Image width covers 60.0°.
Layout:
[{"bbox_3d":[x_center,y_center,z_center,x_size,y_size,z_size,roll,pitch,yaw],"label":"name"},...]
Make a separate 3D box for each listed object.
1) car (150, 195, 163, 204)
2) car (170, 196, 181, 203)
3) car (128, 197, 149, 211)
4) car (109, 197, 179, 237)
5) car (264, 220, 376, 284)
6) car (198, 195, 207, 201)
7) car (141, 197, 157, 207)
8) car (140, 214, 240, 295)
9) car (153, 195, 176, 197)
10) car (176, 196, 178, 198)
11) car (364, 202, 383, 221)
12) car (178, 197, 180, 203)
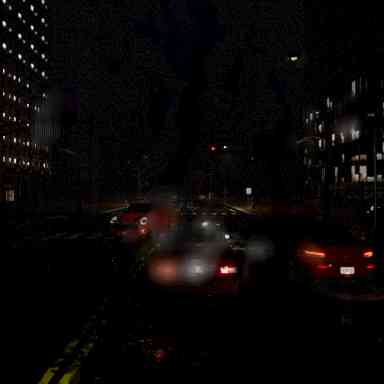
[{"bbox_3d":[-6.674,1.427,62.522,1.837,1.490,4.892,0,0,0],"label":"car"},{"bbox_3d":[-3.433,1.471,69.161,1.994,1.385,4.181,0,0,-1],"label":"car"},{"bbox_3d":[-6.658,1.442,42.237,1.882,1.535,5.008,0,0,0],"label":"car"},{"bbox_3d":[-2.518,1.345,17.513,2.097,1.767,4.553,0,0,15],"label":"car"},{"bbox_3d":[3.336,1.522,9.449,1.812,1.442,4.674,0,0,0],"label":"car"},{"bbox_3d":[2.528,1.391,82.843,1.812,1.442,4.674,0,0,-4],"label":"car"},{"bbox_3d":[-6.670,1.470,52.157,1.812,1.442,4.674,0,0,0],"label":"car"},{"bbox_3d":[0.088,1.544,8.864,2.033,1.411,5.357,0,0,0],"label":"car"},{"bbox_3d":[-3.403,1.319,40.615,2.097,1.767,4.553,0,0,0],"label":"car"},{"bbox_3d":[-3.414,1.455,49.508,1.837,1.490,4.892,0,0,0],"label":"car"},{"bbox_3d":[16.987,1.280,26.703,5.566,2.045,2.150,0,0,3],"label":"car"},{"bbox_3d":[-3.418,1.421,59.127,2.128,1.511,4.902,0,0,0],"label":"car"}]
